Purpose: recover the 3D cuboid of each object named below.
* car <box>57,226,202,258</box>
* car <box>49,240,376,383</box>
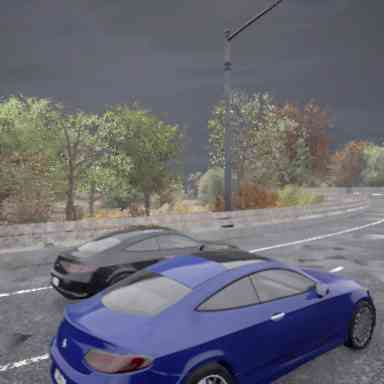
[{"bbox_3d":[-0.783,1.525,7.769,4.674,1.442,1.812,0,0,-37],"label":"car"},{"bbox_3d":[0.622,1.520,4.451,4.674,1.442,1.812,0,0,-37],"label":"car"}]
